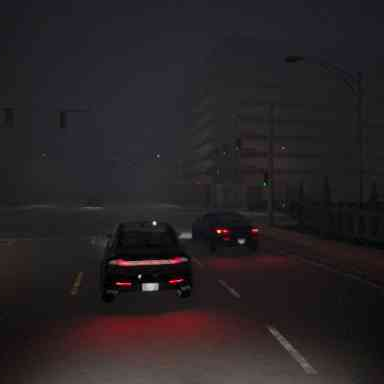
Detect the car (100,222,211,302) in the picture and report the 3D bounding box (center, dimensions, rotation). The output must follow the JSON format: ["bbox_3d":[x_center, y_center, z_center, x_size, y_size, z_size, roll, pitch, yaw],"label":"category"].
[{"bbox_3d":[-1.212,1.487,8.335,2.128,1.511,4.902,0,0,-11],"label":"car"}]

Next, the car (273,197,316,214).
[{"bbox_3d":[11.026,1.389,35.067,4.553,1.767,2.097,0,0,-14],"label":"car"}]

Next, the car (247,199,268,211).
[{"bbox_3d":[8.663,1.540,38.086,4.892,1.490,1.837,0,0,-14],"label":"car"}]

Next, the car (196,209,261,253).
[{"bbox_3d":[1.242,1.519,13.757,1.812,1.442,4.674,0,0,-12],"label":"car"}]

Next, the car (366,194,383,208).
[{"bbox_3d":[24.778,1.252,42.039,5.566,2.045,2.150,0,0,-14],"label":"car"}]

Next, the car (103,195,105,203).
[{"bbox_3d":[-18.027,1.492,63.663,1.812,1.442,4.674,0,0,-13],"label":"car"}]

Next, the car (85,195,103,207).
[{"bbox_3d":[-14.669,1.536,49.491,1.994,1.385,4.181,0,0,-13],"label":"car"}]

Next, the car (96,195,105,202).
[{"bbox_3d":[-21.700,1.416,79.011,1.882,1.535,5.008,0,0,-14],"label":"car"}]
